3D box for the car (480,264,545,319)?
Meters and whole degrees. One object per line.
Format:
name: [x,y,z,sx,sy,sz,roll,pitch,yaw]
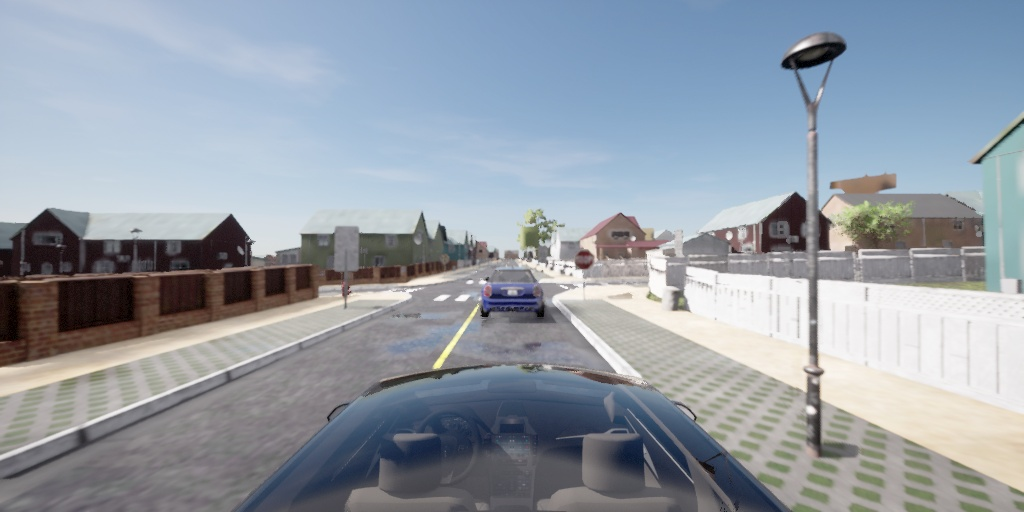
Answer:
car: [0.031,1.168,13.345,2.097,1.767,4.553,0,0,0]
